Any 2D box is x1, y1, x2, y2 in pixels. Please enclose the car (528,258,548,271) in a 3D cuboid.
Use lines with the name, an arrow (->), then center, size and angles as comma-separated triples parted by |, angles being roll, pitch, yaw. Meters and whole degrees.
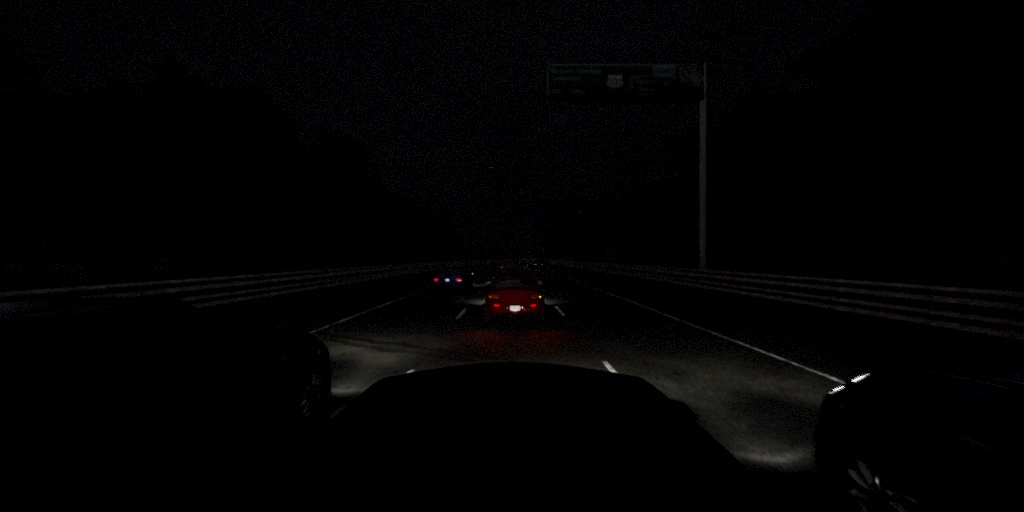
car -> 3.702, 1.347, 50.912 | 2.128, 1.511, 4.902 | 0, 0, 1

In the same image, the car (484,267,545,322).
car -> 0.079, 1.285, 12.236 | 1.812, 1.442, 4.674 | 0, 0, 0

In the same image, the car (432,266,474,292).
car -> -3.408, 1.325, 21.381 | 2.033, 1.411, 5.357 | 0, 0, 0

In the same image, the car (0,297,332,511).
car -> -3.400, 1.102, 2.836 | 2.097, 1.767, 4.553 | 0, 0, 0

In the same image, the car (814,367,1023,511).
car -> 3.499, 1.037, 1.002 | 2.097, 1.767, 4.553 | 0, 0, 0

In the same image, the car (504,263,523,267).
car -> 0.090, 1.280, 29.139 | 1.882, 1.535, 5.008 | 0, 0, 0
